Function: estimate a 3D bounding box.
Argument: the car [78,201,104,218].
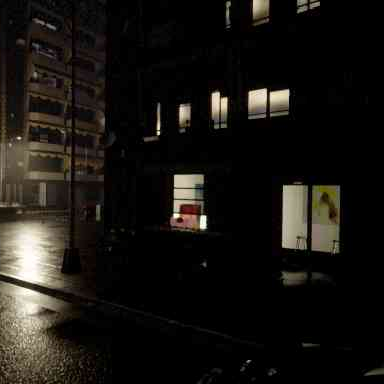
[{"bbox_3d":[-8.425,1.823,31.998,1.947,1.339,4.313,1,0,36],"label":"car"}]

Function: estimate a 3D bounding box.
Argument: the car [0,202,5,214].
[{"bbox_3d":[-18.784,1.559,27.528,1.882,1.535,5.008,1,0,36],"label":"car"}]

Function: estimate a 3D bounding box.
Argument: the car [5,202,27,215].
[{"bbox_3d":[-18.453,1.624,32.419,2.008,1.369,4.403,1,0,36],"label":"car"}]

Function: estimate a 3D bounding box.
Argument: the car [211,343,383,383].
[{"bbox_3d":[1.995,1.551,1.610,4.403,1.369,2.008,0,1,35],"label":"car"}]
